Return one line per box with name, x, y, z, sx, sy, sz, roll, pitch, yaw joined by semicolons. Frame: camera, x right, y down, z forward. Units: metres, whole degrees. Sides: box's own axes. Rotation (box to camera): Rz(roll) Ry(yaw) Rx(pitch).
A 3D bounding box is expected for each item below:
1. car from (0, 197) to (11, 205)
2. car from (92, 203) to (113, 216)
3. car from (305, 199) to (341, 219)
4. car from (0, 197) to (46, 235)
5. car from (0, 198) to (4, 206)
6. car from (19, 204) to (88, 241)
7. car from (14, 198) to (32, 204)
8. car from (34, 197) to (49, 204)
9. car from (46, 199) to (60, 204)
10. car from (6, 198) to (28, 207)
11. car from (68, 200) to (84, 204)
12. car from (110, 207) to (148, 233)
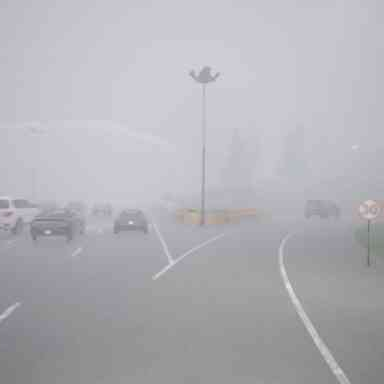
car;-39.313;1.765;68.349;2.128;1.511;4.902;1;-1;-9
car;-9.616;1.875;36.159;1.895;1.301;4.718;1;-1;-9
car;14.074;1.803;35.712;2.150;2.045;5.566;-1;-1;43
car;-10.641;1.299;19.422;2.150;2.045;5.566;1;0;-9
car;-33.972;1.722;56.282;2.033;1.411;5.357;1;-1;-8
car;-6.772;1.595;17.202;2.128;1.511;4.902;1;-1;-9
car;-36.226;1.908;71.358;1.895;1.301;4.718;1;-1;-9
car;-32.888;1.893;72.700;1.812;1.442;4.674;1;-1;-9
car;-17.347;1.699;40.531;1.882;1.535;5.008;1;0;-9
car;-30.794;1.749;58.733;1.837;1.490;4.892;1;-1;-9
car;-13.639;1.764;39.402;1.837;1.490;4.892;1;0;-9
car;-3.805;1.748;21.001;1.994;1.385;4.181;1;-1;-9
